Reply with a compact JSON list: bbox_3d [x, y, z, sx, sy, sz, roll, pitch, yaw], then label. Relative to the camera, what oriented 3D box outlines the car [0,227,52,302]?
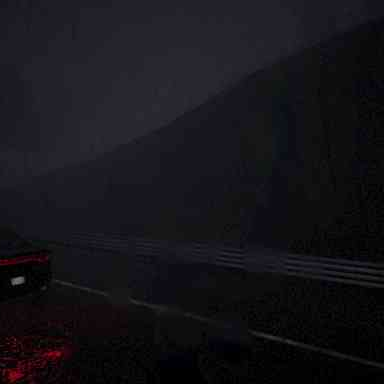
[{"bbox_3d":[-5.305,1.515,7.664,5.008,1.535,1.882,0,0,35],"label":"car"}]
